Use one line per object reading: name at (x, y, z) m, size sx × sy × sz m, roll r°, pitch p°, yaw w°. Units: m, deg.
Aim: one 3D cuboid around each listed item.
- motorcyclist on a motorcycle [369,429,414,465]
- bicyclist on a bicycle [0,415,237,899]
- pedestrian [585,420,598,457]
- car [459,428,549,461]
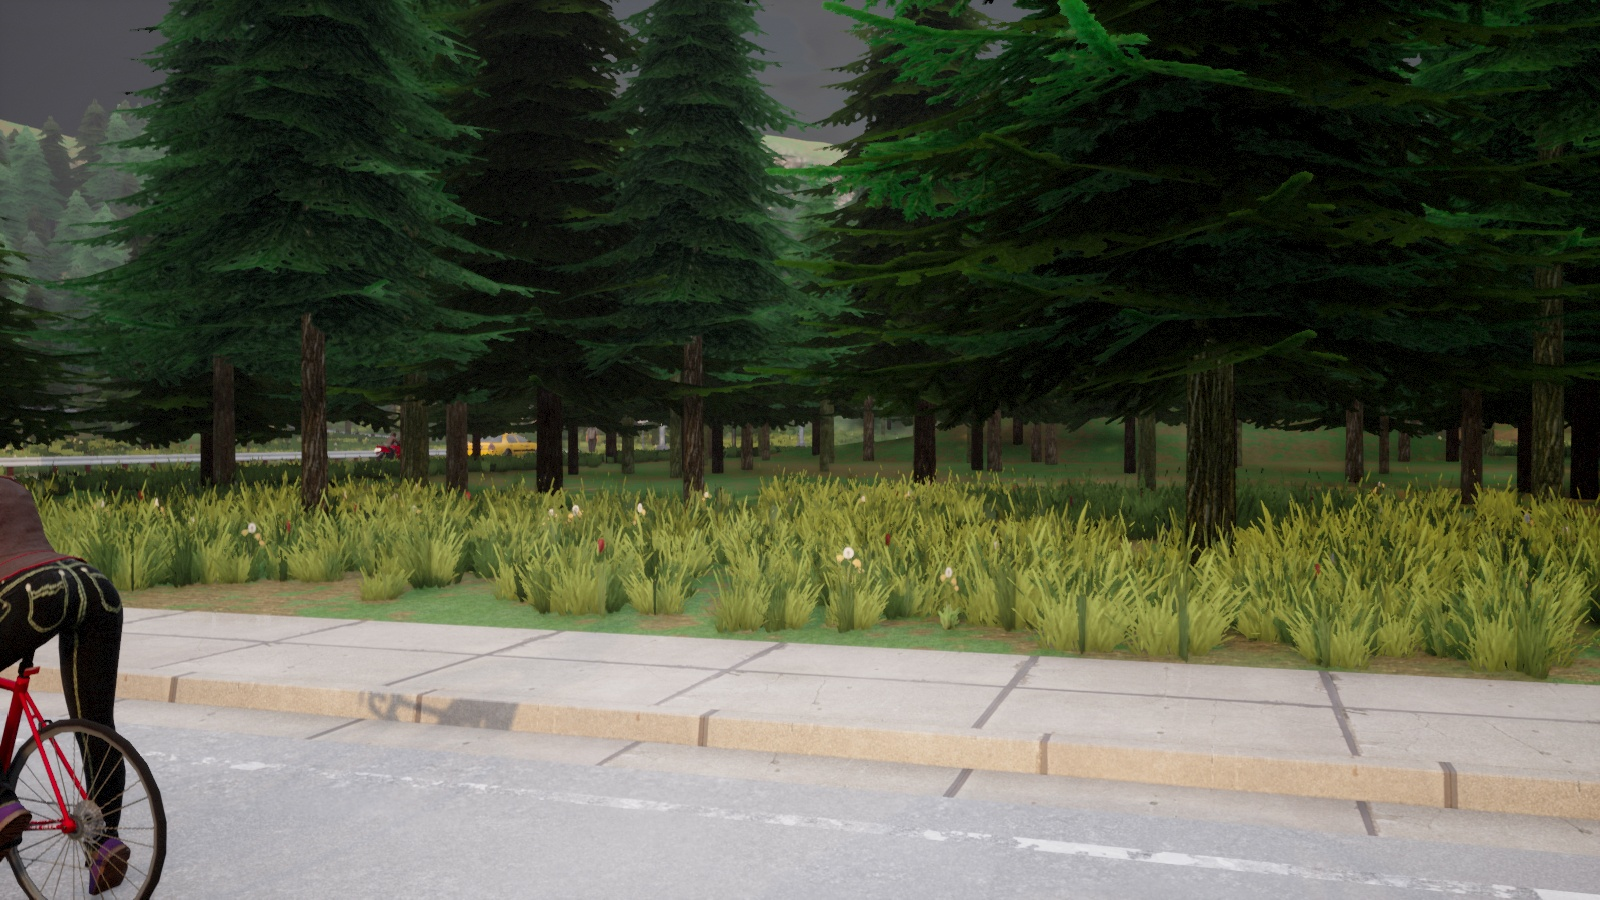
motorcyclist on a motorcycle at (-17.838, -0.153, 54.924) m, size 0.797 × 1.523 × 2.044 m, roll 1°, pitch 1°, yaw 19°
bicyclist on a bicycle at (-2.730, 0.705, 4.110) m, size 1.656 × 1.620 × 0.582 m, roll 0°, pitch 1°, yaw 19°
pedestrian at (-10.536, -0.585, 63.521) m, size 0.540 × 1.848 × 0.694 m, roll 0°, pitch 1°, yaw -1°
car at (-14.844, -0.319, 63.286) m, size 1.801 × 1.575 × 5.366 m, roll 1°, pitch 1°, yaw 20°
